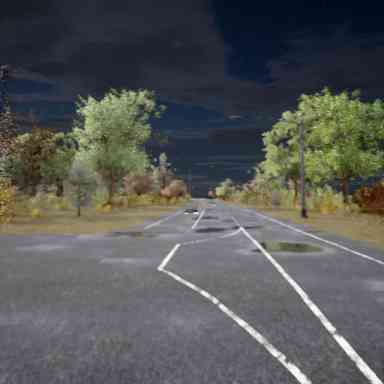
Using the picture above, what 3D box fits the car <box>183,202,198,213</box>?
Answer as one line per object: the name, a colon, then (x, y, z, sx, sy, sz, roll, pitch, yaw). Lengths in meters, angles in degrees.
car: (-0.115, 2.272, 49.485, 1.837, 1.490, 4.892, -1, 0, 3)
